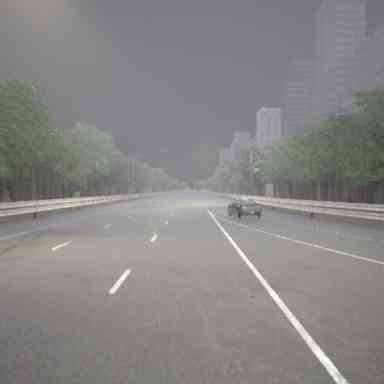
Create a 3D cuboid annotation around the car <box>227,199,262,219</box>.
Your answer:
[{"bbox_3d":[4.153,1.319,26.905,2.128,1.511,4.902,0,0,-7],"label":"car"}]
